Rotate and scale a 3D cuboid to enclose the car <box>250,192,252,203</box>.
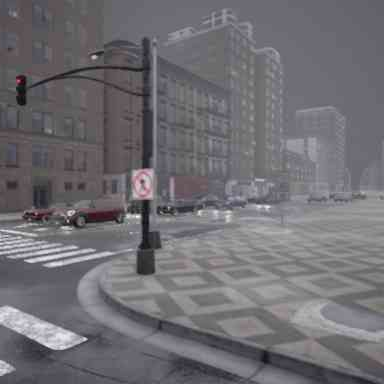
[{"bbox_3d":[7.001,0.765,44.896,2.097,1.767,4.553,0,1,36],"label":"car"}]

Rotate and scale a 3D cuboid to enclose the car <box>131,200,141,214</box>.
[{"bbox_3d":[-3.855,1.230,29.878,1.994,1.385,4.181,0,1,34],"label":"car"}]

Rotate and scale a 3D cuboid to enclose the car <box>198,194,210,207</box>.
[{"bbox_3d":[1.308,1.049,37.019,1.837,1.490,4.892,0,1,36],"label":"car"}]

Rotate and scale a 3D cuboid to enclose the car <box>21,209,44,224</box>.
[{"bbox_3d":[-8.962,1.391,22.746,1.895,1.301,4.718,0,1,36],"label":"car"}]

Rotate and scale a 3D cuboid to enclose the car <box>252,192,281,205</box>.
[{"bbox_3d":[10.000,0.980,43.484,1.994,1.385,4.181,0,1,36],"label":"car"}]

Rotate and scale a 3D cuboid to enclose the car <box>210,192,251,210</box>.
[{"bbox_3d":[4.175,1.076,35.442,1.812,1.442,4.674,0,1,36],"label":"car"}]

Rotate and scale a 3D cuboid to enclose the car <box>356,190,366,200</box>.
[{"bbox_3d":[29.700,0.470,59.469,2.097,1.767,4.553,0,1,36],"label":"car"}]

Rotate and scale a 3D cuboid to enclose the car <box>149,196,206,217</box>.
[{"bbox_3d":[-1.132,1.277,28.066,1.895,1.301,4.718,0,1,36],"label":"car"}]

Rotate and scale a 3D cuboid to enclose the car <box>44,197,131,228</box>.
[{"bbox_3d":[-6.379,1.155,20.770,2.097,1.767,4.553,0,1,36],"label":"car"}]

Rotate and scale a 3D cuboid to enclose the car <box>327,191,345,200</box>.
[{"bbox_3d":[25.962,0.636,59.838,1.837,1.490,4.892,0,1,36],"label":"car"}]

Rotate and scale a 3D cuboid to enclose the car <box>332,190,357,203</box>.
[{"bbox_3d":[22.789,0.820,49.887,2.033,1.411,5.357,0,1,36],"label":"car"}]

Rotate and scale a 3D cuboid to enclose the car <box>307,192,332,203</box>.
[{"bbox_3d":[18.896,0.836,50.032,2.033,1.411,5.357,0,1,35],"label":"car"}]
